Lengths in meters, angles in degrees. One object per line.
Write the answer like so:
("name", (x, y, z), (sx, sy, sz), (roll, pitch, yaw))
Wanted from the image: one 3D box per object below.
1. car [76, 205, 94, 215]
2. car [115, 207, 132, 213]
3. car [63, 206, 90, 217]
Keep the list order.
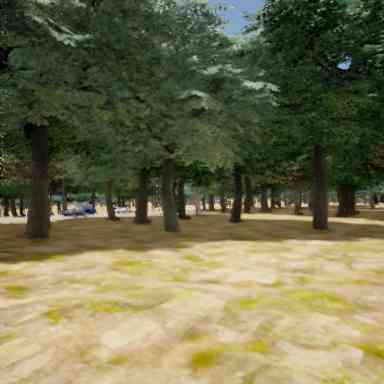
("car", (-21.253, 3.463, 63.801), (2.150, 2.045, 5.566), (-1, -2, 21))
("car", (-14.918, 4.001, 72.668), (1.895, 1.301, 4.718), (-1, -2, 18))
("car", (-20.343, 3.585, 57.705), (1.994, 1.385, 4.181), (-1, -2, 21))
